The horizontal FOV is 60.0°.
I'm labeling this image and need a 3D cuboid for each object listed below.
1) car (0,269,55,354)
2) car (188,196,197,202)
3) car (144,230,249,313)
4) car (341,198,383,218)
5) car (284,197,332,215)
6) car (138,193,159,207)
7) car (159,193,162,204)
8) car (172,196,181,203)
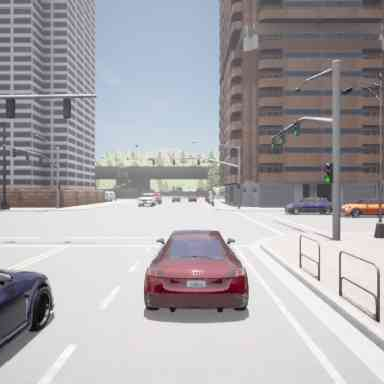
[{"bbox_3d":[-3.434,1.564,4.207,1.994,1.385,4.181,0,0,1],"label":"car"},{"bbox_3d":[0.114,1.525,73.412,2.128,1.511,4.902,0,0,0],"label":"car"},{"bbox_3d":[0.092,1.564,7.775,1.994,1.385,4.181,0,0,0],"label":"car"},{"bbox_3d":[15.563,1.352,29.616,4.553,1.767,2.097,0,0,1],"label":"car"},{"bbox_3d":[11.593,1.352,33.203,4.553,1.767,2.097,0,0,2],"label":"car"},{"bbox_3d":[-7.014,1.221,52.173,2.150,2.045,5.566,0,0,0],"label":"car"},{"bbox_3d":[-6.963,1.221,62.593,2.150,2.045,5.566,0,0,1],"label":"car"},{"bbox_3d":[-3.356,1.542,71.955,2.033,1.411,5.357,0,0,0],"label":"car"}]
